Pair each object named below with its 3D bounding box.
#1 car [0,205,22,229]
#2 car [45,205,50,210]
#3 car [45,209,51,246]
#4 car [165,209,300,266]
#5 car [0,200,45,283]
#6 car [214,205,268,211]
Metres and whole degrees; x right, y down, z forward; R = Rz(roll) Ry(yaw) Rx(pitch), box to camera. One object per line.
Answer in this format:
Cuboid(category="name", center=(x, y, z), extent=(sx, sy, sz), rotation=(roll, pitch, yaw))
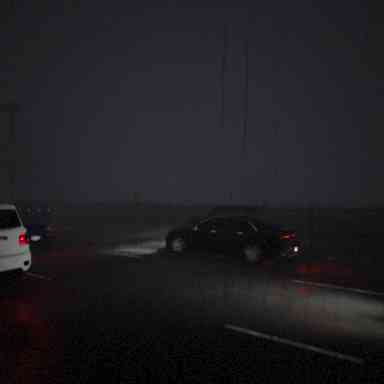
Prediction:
Cuboid(category="car", center=(-13.887, 1.623, 22.488), extent=(5.357, 1.411, 2.033), rotation=(0, 0, 35))
Cuboid(category="car", center=(-13.249, 1.433, 26.331), extent=(4.553, 1.767, 2.097), rotation=(0, 0, 35))
Cuboid(category="car", center=(-7.739, 1.570, 13.807), extent=(4.674, 1.442, 1.812), rotation=(0, 0, 35))
Cuboid(category="car", center=(1.248, 1.523, 11.698), extent=(4.892, 1.490, 1.837), rotation=(0, 0, 35))
Cuboid(category="car", center=(-6.401, 1.253, 8.556), extent=(5.566, 2.045, 2.150), rotation=(0, 0, 35))
Cuboid(category="car", center=(1.711, 1.376, 15.666), extent=(4.553, 1.767, 2.097), rotation=(0, 0, 35))
